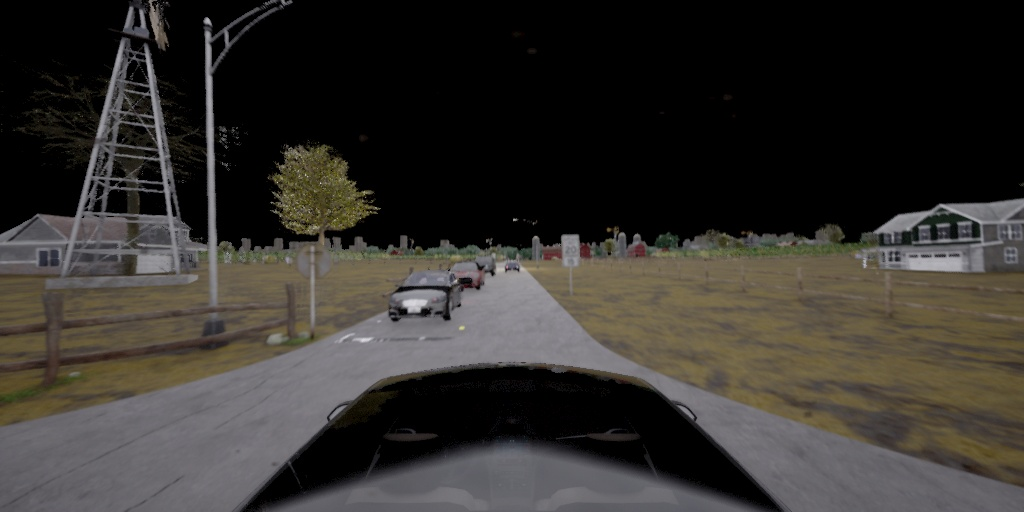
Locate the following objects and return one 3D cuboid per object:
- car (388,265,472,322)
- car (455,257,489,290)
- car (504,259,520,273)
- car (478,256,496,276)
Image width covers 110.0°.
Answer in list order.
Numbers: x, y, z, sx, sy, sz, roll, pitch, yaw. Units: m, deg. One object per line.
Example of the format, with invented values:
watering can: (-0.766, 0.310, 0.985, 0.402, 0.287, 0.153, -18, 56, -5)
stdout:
car: (-2.805, 1.249, 12.493, 2.128, 1.511, 4.902, -1, 0, -2)
car: (-2.841, 1.114, 22.269, 2.097, 1.767, 4.553, -1, 0, 0)
car: (0.036, 1.335, 44.258, 1.895, 1.301, 4.718, -1, 0, 0)
car: (-2.809, 0.997, 36.876, 2.150, 2.045, 5.566, -1, 0, 1)
